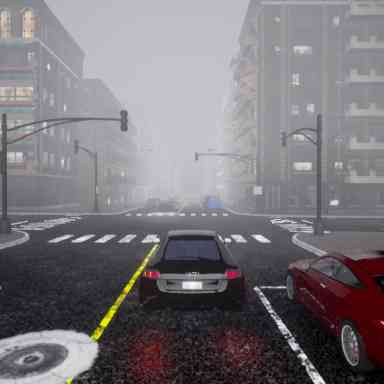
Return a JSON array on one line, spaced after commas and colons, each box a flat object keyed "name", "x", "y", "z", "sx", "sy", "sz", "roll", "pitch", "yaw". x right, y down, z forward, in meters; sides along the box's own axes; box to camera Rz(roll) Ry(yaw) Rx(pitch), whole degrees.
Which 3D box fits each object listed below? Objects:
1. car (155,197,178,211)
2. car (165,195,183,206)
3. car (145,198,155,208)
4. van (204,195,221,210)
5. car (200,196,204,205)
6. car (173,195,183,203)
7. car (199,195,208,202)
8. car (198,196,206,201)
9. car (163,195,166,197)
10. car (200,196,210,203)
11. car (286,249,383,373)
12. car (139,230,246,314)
[{"name": "car", "x": -3.093, "y": 1.638, "z": 40.920, "sx": 1.895, "sy": 1.301, "sz": 4.718, "roll": 0, "pitch": 0, "yaw": 0}, {"name": "car", "x": -3.082, "y": 1.615, "z": 55.199, "sx": 2.033, "sy": 1.411, "sz": 5.357, "roll": 0, "pitch": 0, "yaw": 0}, {"name": "car", "x": -5.834, "y": 1.635, "z": 48.803, "sx": 1.802, "sy": 1.307, "sz": 4.206, "roll": -1, "pitch": 0, "yaw": 0}, {"name": "van", "x": 2.818, "y": 1.382, "z": 43.255, "sx": 1.690, "sy": 1.788, "sz": 3.998, "roll": -1, "pitch": 0, "yaw": 0}, {"name": "car", "x": 2.729, "y": 1.368, "z": 48.752, "sx": 2.192, "sy": 1.841, "sz": 5.009, "roll": -1, "pitch": 0, "yaw": 0}, {"name": "car", "x": -2.988, "y": 1.470, "z": 71.271, "sx": 2.097, "sy": 1.767, "sz": 4.553, "roll": 0, "pitch": 0, "yaw": 0}, {"name": "car", "x": 2.742, "y": 1.598, "z": 81.878, "sx": 1.967, "sy": 1.590, "sz": 4.097, "roll": -1, "pitch": 0, "yaw": 0}, {"name": "car", "x": 2.768, "y": 1.769, "z": 92.923, "sx": 1.947, "sy": 1.339, "sz": 4.313, "roll": -1, "pitch": 0, "yaw": 0}, {"name": "car", "x": -5.833, "y": 1.632, "z": 54.325, "sx": 1.947, "sy": 1.339, "sz": 4.313, "roll": -1, "pitch": 0, "yaw": 0}, {"name": "car", "x": 2.693, "y": 1.663, "z": 70.835, "sx": 1.887, "sy": 1.381, "sz": 4.507, "roll": -1, "pitch": 0, "yaw": 0}, {"name": "car", "x": 2.793, "y": 1.582, "z": 5.353, "sx": 1.802, "sy": 1.307, "sz": 4.206, "roll": 0, "pitch": 0, "yaw": 0}, {"name": "car", "x": 0.003, "y": 1.564, "z": 7.691, "sx": 1.994, "sy": 1.385, "sz": 4.181, "roll": 0, "pitch": 0, "yaw": 0}]
